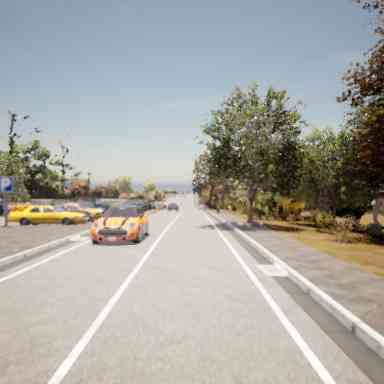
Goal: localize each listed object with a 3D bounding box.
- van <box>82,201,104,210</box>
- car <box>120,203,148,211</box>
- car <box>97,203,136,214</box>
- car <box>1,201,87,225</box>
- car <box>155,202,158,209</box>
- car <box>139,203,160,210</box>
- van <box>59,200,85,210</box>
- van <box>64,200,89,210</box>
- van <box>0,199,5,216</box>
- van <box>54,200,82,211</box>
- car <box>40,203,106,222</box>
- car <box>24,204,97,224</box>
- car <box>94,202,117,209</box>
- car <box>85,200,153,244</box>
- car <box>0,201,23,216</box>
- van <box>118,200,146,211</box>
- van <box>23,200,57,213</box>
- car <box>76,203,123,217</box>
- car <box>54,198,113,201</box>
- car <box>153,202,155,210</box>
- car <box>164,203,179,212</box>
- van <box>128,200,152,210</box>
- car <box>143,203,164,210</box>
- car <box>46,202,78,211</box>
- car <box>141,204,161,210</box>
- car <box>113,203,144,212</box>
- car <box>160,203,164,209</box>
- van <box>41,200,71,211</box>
[{"bbox_3d":[-23.522,3.228,79.154,4.442,1.987,1.878,0,-3,0],"label":"van"},{"bbox_3d":[-10.360,2.650,59.761,4.792,1.488,2.163,0,-2,0],"label":"car"},{"bbox_3d":[-10.340,2.227,45.881,5.008,1.535,2.097,0,-2,0],"label":"car"},{"bbox_3d":[-10.156,1.644,23.694,5.366,1.575,1.946,0,-1,0],"label":"car"},{"bbox_3d":[-10.322,3.083,70.831,5.008,1.535,2.097,0,-3,0],"label":"car"},{"bbox_3d":[-10.318,3.578,81.925,4.892,1.521,2.231,0,-3,0],"label":"car"},{"bbox_3d":[-23.526,2.618,65.442,4.442,1.987,1.878,0,-3,0],"label":"van"},{"bbox_3d":[-23.525,2.736,68.084,4.442,1.987,1.878,0,-3,0],"label":"van"},{"bbox_3d":[-23.534,1.771,37.770,4.442,1.987,1.878,0,-2,0],"label":"van"},{"bbox_3d":[-23.293,2.489,62.542,4.442,1.987,1.878,0,-2,0],"label":"van"},{"bbox_3d":[-10.346,1.764,29.234,5.008,1.535,2.097,0,-1,0],"label":"car"},{"bbox_3d":[-10.346,1.703,26.462,4.892,1.521,2.231,0,-1,0],"label":"car"},{"bbox_3d":[-23.374,3.701,90.351,5.566,2.045,2.435,0,-3,0],"label":"car"},{"bbox_3d":[-3.353,1.432,16.243,2.097,1.767,4.553,0,-1,0],"label":"car"},{"bbox_3d":[-23.385,1.950,40.535,4.553,1.767,2.185,0,-2,0],"label":"car"},{"bbox_3d":[-10.215,2.316,56.987,4.442,1.987,1.878,0,-2,0],"label":"van"},{"bbox_3d":[-23.530,2.164,51.615,4.442,1.987,1.878,0,-2,0],"label":"van"},{"bbox_3d":[-10.367,2.020,37.555,4.792,1.488,2.163,0,-2,0],"label":"car"},{"bbox_3d":[-10.370,1.710,32.013,4.553,1.767,2.185,0,-2,0],"label":"car"},{"bbox_3d":[-10.359,2.463,62.522,5.566,2.045,2.435,0,-3,0],"label":"car"},{"bbox_3d":[-3.315,2.624,57.769,1.837,1.490,4.892,0,-2,1],"label":"car"},{"bbox_3d":[-10.213,2.611,65.294,4.442,1.987,1.878,0,-3,0],"label":"van"},{"bbox_3d":[-10.138,3.821,87.472,5.366,1.575,1.946,0,-3,0],"label":"car"},{"bbox_3d":[-23.416,2.625,59.915,5.008,1.535,2.097,0,-2,0],"label":"car"},{"bbox_3d":[-10.330,3.701,84.698,4.892,1.521,2.231,0,-3,0],"label":"car"},{"bbox_3d":[-10.335,2.503,54.205,4.674,1.452,2.002,0,-2,0],"label":"car"},{"bbox_3d":[-10.140,3.451,79.151,5.366,1.575,1.946,0,-3,0],"label":"car"},{"bbox_3d":[-23.295,2.321,57.153,4.442,1.987,1.878,0,-2,0],"label":"van"}]
